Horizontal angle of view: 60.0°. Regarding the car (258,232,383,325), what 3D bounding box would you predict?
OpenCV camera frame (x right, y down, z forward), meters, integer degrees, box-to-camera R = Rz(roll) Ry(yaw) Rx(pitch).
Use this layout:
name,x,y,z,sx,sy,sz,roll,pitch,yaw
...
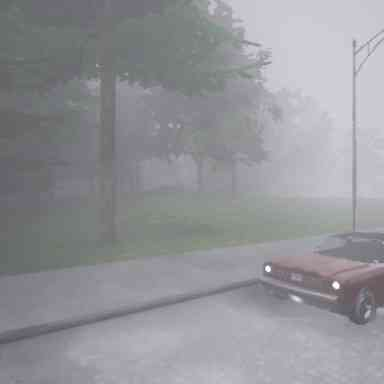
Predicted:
name,x,y,z,sx,sy,sz,roll,pitch,yaw
car,3.664,1.602,7.245,4.718,1.301,1.895,0,0,-36
